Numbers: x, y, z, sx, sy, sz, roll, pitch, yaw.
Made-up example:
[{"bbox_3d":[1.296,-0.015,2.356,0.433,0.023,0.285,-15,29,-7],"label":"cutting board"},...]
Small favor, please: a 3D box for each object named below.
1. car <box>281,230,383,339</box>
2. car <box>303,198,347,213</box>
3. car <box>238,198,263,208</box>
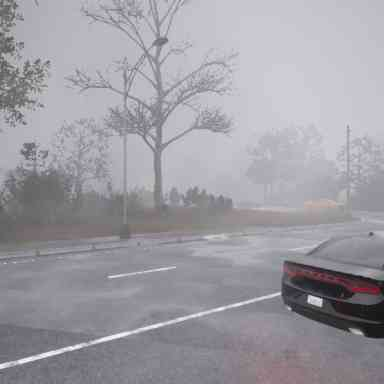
[{"bbox_3d":[3.873,1.478,6.391,5.008,1.535,1.882,0,0,-35],"label":"car"},{"bbox_3d":[14.862,1.481,37.375,1.882,1.535,5.008,0,0,-29],"label":"car"},{"bbox_3d":[8.574,1.615,49.238,1.994,1.385,4.181,0,0,-26],"label":"car"}]
